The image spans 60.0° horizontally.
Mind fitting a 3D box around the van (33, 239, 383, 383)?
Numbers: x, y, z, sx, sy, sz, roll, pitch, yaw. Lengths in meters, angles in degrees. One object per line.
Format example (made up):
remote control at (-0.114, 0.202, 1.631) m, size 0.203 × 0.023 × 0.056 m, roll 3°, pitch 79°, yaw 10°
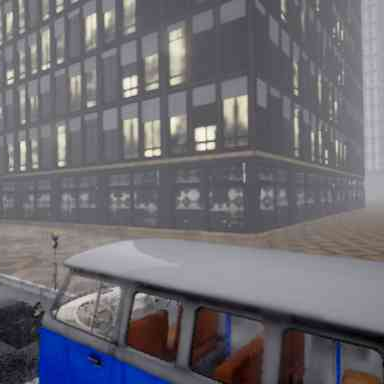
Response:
van at (0.515, 1.342, 2.375) m, size 3.998 × 1.788 × 1.690 m, roll 0°, pitch -1°, yaw 36°
